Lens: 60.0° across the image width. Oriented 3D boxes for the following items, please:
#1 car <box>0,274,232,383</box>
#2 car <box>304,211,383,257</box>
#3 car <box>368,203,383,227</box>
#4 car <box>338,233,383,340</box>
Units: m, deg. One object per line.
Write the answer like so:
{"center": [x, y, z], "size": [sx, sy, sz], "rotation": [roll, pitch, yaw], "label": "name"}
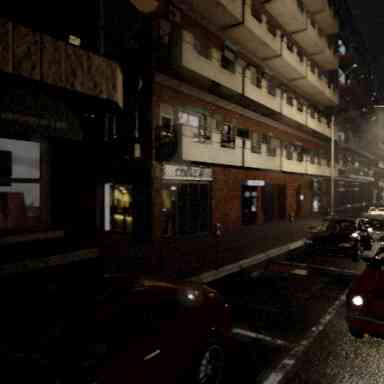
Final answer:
{"center": [-1.119, 1.565, 3.134], "size": [1.802, 1.307, 4.206], "rotation": [0, 0, 36], "label": "car"}
{"center": [5.470, 1.568, 12.196], "size": [2.008, 1.369, 4.403], "rotation": [0, 0, 36], "label": "car"}
{"center": [12.058, 1.603, 21.258], "size": [2.008, 1.369, 4.403], "rotation": [0, 0, 36], "label": "car"}
{"center": [4.159, 1.619, 5.967], "size": [1.895, 1.301, 4.718], "rotation": [1, 0, 36], "label": "car"}
